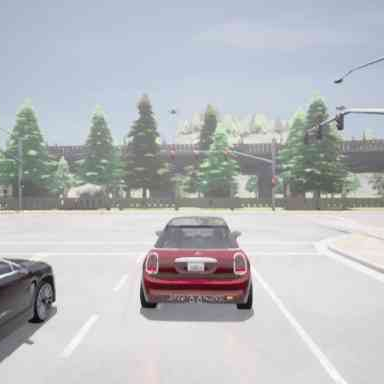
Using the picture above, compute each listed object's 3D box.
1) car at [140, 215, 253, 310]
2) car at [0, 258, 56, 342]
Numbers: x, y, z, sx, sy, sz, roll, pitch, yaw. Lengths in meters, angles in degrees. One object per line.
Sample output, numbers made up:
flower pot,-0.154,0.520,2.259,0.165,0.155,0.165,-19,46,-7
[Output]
car,0.146,1.346,8.010,2.097,1.767,4.553,0,0,2
car,-3.434,1.488,4.258,2.128,1.511,4.902,0,0,0
